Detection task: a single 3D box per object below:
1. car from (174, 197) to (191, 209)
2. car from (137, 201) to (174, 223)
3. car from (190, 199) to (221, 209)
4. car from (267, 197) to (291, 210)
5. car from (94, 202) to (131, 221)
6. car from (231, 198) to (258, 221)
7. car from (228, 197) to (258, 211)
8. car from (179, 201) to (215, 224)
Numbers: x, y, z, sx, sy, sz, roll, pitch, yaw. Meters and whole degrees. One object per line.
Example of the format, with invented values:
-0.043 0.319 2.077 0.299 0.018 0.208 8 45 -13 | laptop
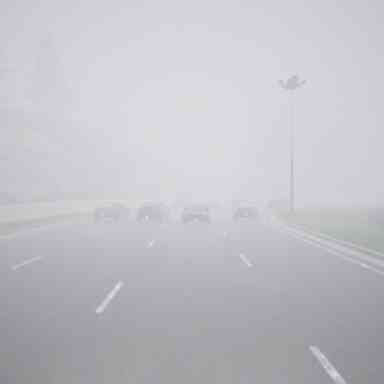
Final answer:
-0.869 1.471 43.780 1.837 1.490 4.892 0 0 28 | car
-2.872 1.485 25.526 1.837 1.490 4.892 0 0 6 | car
1.970 1.569 41.192 1.895 1.301 4.718 0 0 26 | car
11.375 1.443 43.143 1.882 1.535 5.008 0 0 35 | car
-6.388 1.505 26.941 1.812 1.442 4.674 0 0 6 | car
4.352 1.504 26.918 1.812 1.442 4.674 0 0 9 | car
6.595 1.458 42.290 2.128 1.511 4.902 0 0 30 | car
0.458 1.582 24.411 1.895 1.301 4.718 0 0 5 | car
